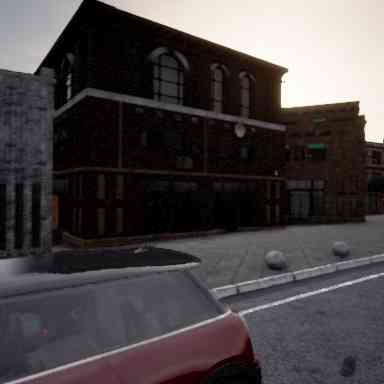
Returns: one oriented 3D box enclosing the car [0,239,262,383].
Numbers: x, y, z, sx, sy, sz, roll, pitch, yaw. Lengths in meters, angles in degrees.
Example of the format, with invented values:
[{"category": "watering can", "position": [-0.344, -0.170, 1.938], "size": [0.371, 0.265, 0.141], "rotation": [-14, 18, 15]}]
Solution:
[{"category": "car", "position": [-1.623, 1.351, 2.520], "size": [4.553, 1.767, 2.097], "rotation": [0, 0, -36]}]
